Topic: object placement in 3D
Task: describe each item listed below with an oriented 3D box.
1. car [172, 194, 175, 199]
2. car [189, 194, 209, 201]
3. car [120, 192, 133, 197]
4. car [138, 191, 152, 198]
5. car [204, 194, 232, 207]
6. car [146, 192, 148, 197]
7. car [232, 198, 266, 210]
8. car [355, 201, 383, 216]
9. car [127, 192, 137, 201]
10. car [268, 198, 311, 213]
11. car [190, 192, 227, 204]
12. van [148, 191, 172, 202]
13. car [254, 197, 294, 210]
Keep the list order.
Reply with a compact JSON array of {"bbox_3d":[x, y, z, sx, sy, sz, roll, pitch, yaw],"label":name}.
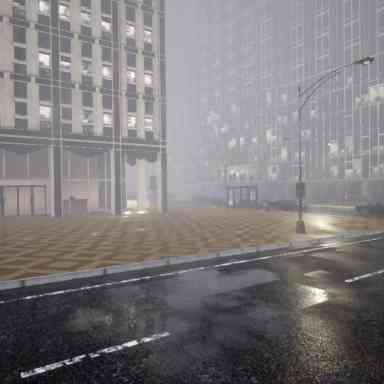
[{"bbox_3d":[-5.167,0.936,72.529,1.802,1.307,4.206,0,1,-34],"label":"car"},{"bbox_3d":[1.263,1.043,63.155,1.802,1.307,4.206,0,1,-34],"label":"car"},{"bbox_3d":[-18.027,0.688,91.275,2.008,1.369,4.403,0,1,-34],"label":"car"},{"bbox_3d":[-11.597,0.686,81.901,1.967,1.590,4.097,0,1,-34],"label":"car"},{"bbox_3d":[3.952,1.319,44.327,1.947,1.339,4.313,0,1,-34],"label":"car"},{"bbox_3d":[-8.382,0.615,77.213,2.192,1.841,5.009,0,1,-34],"label":"car"},{"bbox_3d":[7.119,1.388,39.607,1.802,1.307,4.206,0,1,-34],"label":"car"},{"bbox_3d":[17.046,1.497,29.287,1.895,1.301,4.718,-1,1,-30],"label":"car"},{"bbox_3d":[-12.078,1.039,67.790,2.008,1.369,4.403,0,1,-34],"label":"car"},{"bbox_3d":[10.320,1.424,34.908,1.947,1.339,4.313,0,1,-34],"label":"car"},{"bbox_3d":[2.431,1.199,51.222,2.033,1.411,5.357,-1,1,-34],"label":"car"},{"bbox_3d":[-5.647,0.937,58.413,1.690,1.788,3.998,0,1,-34],"label":"van"},{"bbox_3d":[9.872,1.372,40.348,1.895,1.301,4.718,-1,1,-34],"label":"car"}]
